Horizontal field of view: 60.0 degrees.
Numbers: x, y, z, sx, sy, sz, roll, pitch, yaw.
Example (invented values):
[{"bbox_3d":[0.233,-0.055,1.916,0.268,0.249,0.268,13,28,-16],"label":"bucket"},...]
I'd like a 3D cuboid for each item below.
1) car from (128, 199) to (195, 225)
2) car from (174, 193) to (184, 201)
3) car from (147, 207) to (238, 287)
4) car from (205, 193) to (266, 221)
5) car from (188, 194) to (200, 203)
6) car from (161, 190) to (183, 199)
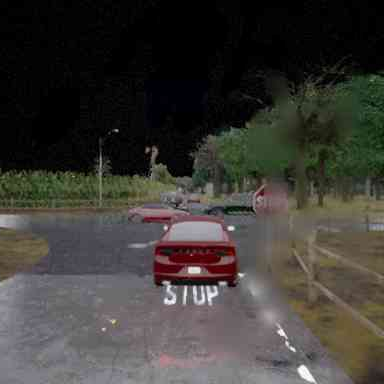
[{"bbox_3d":[-2.064,1.374,21.846,4.181,1.385,1.994,1,1,0],"label":"car"},{"bbox_3d":[-2.500,0.982,64.435,1.812,1.442,4.674,0,0,1],"label":"car"},{"bbox_3d":[0.174,1.396,9.154,1.882,1.535,5.008,0,1,3],"label":"car"},{"bbox_3d":[3.657,1.102,25.565,5.566,2.045,2.150,1,-1,0],"label":"car"},{"bbox_3d":[0.310,1.090,55.888,1.994,1.385,4.181,0,0,0],"label":"car"},{"bbox_3d":[-2.724,0.857,42.683,2.150,2.045,5.566,0,0,1],"label":"car"}]
